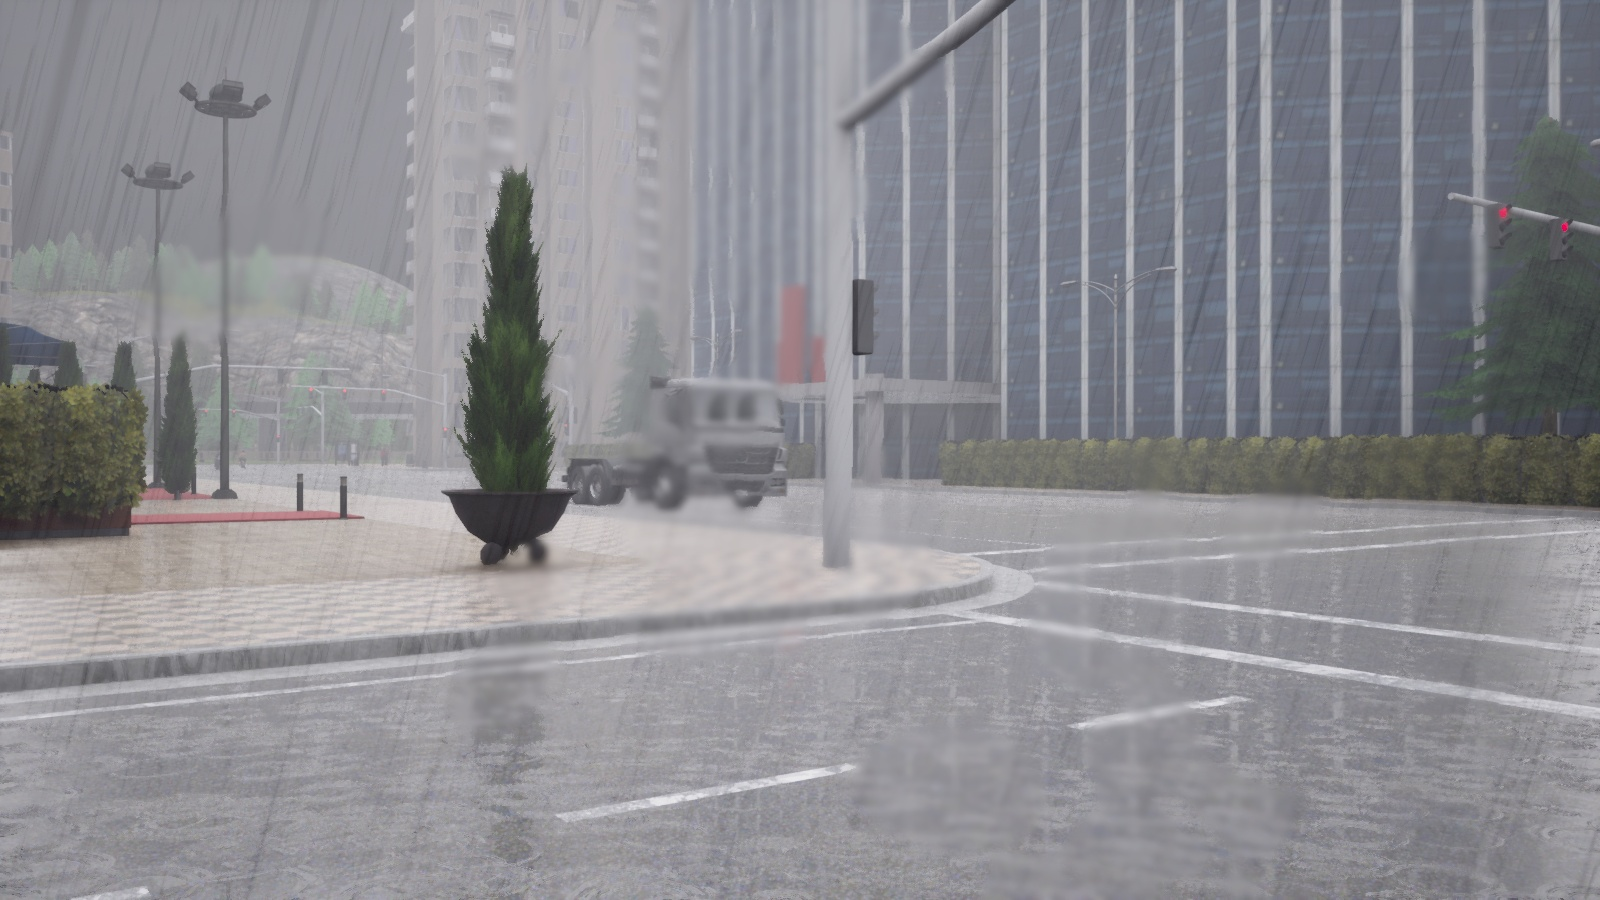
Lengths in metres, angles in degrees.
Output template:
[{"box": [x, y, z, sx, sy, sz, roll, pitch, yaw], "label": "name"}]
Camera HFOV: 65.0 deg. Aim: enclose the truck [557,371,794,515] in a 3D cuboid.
[{"box": [-3.622, -0.146, 34.272, 2.891, 3.462, 7.936, 0, 0, -35], "label": "truck"}]
